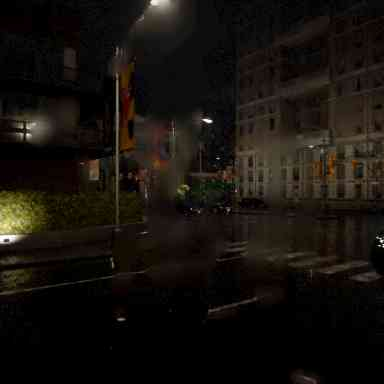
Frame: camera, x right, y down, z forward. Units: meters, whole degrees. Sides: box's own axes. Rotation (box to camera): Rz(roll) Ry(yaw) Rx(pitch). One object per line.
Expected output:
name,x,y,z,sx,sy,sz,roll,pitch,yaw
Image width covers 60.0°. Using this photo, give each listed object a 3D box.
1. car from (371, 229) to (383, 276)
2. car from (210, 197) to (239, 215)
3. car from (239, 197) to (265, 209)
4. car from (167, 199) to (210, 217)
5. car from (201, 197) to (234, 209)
car,7.150,1.221,9.084,5.566,2.045,2.150,0,0,-36
car,2.121,1.492,34.198,2.128,1.511,4.902,0,0,-35
car,7.968,1.504,46.177,1.837,1.490,4.892,0,0,-35
car,-0.670,1.526,32.081,1.812,1.442,4.674,0,0,-35
car,3.502,1.478,46.444,1.882,1.535,5.008,0,0,-35
